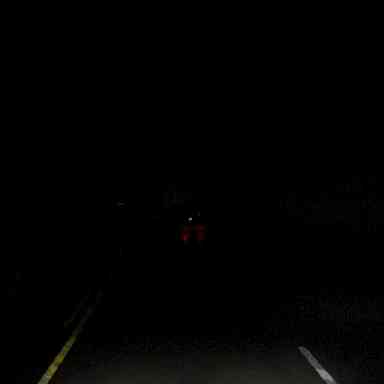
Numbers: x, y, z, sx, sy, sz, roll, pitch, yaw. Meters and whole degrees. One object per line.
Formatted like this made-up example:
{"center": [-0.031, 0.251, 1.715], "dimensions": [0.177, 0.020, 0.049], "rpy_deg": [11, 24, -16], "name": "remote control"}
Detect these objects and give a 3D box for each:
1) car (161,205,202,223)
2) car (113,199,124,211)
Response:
{"center": [-0.914, 1.623, 25.633], "dimensions": [1.895, 1.301, 4.718], "rpy_deg": [0, 0, -21], "name": "car"}
{"center": [-9.915, 1.543, 39.607], "dimensions": [2.128, 1.511, 4.902], "rpy_deg": [0, 0, -42], "name": "car"}
